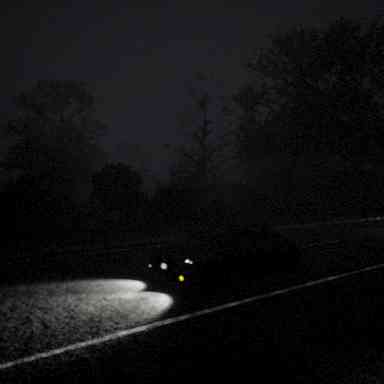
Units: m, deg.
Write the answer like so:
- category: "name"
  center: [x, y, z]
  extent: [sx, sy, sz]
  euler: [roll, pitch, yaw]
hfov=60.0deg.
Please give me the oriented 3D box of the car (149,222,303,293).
- category: "car"
  center: [0.992, 1.520, 8.828]
  extent: [4.181, 1.385, 1.994]
  euler: [0, 0, -34]
